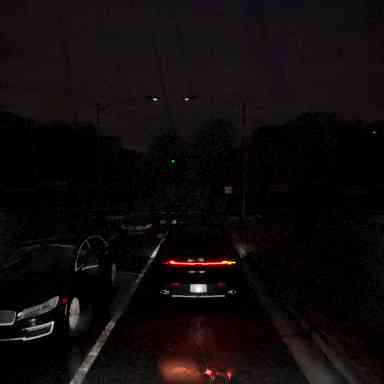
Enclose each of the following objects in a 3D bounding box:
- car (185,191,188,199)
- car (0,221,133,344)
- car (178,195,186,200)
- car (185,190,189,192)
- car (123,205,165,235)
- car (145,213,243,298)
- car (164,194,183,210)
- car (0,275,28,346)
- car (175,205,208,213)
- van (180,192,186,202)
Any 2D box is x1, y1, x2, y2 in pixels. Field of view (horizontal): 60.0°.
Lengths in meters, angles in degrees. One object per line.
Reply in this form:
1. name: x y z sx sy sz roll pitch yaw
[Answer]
1. car: -2.557 1.318 71.886 2.192 1.841 5.009 -1 0 0
2. car: -2.650 1.549 6.515 2.008 1.369 4.403 -2 0 0
3. car: -2.523 1.443 88.507 2.008 1.369 4.403 -1 0 0
4. car: -2.517 1.146 94.056 2.192 1.841 5.009 -1 1 0
5. car: -2.633 1.584 17.410 1.802 1.307 4.206 -2 0 0
6. car: 0.116 1.503 8.466 1.837 1.490 4.892 0 0 0
7. car: -2.599 1.490 44.187 1.967 1.590 4.097 -2 0 0
8. car: -2.657 1.550 1.066 2.008 1.369 4.403 -2 0 0
9. car: 0.164 1.605 18.973 1.895 1.301 4.718 0 0 1
10. van: -2.564 1.369 66.343 1.690 1.788 3.998 -1 0 0
